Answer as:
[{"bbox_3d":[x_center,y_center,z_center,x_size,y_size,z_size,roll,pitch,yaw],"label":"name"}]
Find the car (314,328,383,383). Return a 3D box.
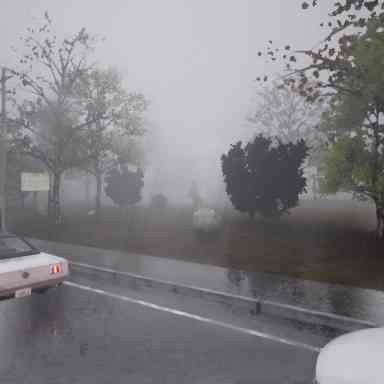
[{"bbox_3d":[3.100,1.526,1.797,4.674,1.442,1.812,0,0,35],"label":"car"}]

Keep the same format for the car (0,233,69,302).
[{"bbox_3d":[-4.968,1.600,7.534,4.718,1.301,1.895,0,0,36],"label":"car"}]
